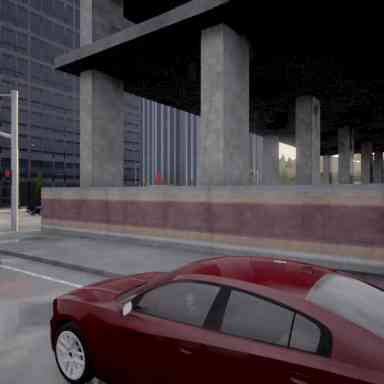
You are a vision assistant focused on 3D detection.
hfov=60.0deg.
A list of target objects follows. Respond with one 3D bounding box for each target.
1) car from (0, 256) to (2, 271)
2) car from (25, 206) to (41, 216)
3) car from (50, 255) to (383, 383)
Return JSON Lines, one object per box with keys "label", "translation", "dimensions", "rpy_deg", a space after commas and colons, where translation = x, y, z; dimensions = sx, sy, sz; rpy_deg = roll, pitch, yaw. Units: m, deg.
{"label": "car", "translation": [-6.923, 1.564, 8.871], "dimensions": [4.181, 1.385, 1.994], "rpy_deg": [0, 0, 36]}
{"label": "car", "translation": [-14.129, 1.656, 33.535], "dimensions": [1.895, 1.301, 4.718], "rpy_deg": [0, 0, 36]}
{"label": "car", "translation": [0.425, 1.478, 3.686], "dimensions": [5.008, 1.535, 1.882], "rpy_deg": [0, 0, 35]}
